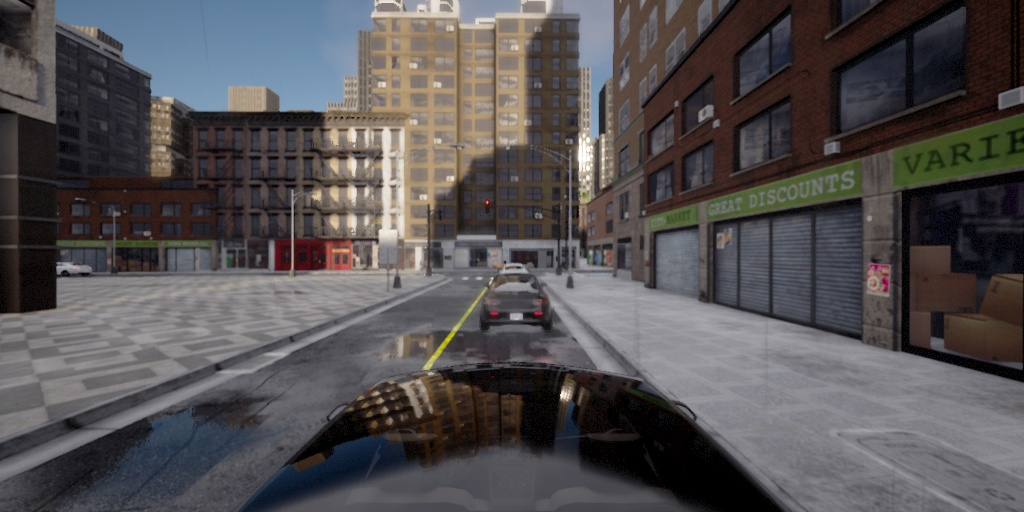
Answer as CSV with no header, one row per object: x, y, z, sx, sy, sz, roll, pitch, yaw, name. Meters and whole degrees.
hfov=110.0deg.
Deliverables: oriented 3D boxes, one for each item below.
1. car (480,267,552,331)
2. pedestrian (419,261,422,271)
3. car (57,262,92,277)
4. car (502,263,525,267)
0.101,1.217,10.579,1.812,1.442,4.674,0,0,0,car
-10.136,0.722,39.755,0.375,1.860,0.375,0,1,-1,pedestrian
-45.388,1.353,36.256,4.674,1.442,1.812,0,0,0,car
0.103,1.142,21.365,1.812,1.442,4.674,0,0,-1,car
